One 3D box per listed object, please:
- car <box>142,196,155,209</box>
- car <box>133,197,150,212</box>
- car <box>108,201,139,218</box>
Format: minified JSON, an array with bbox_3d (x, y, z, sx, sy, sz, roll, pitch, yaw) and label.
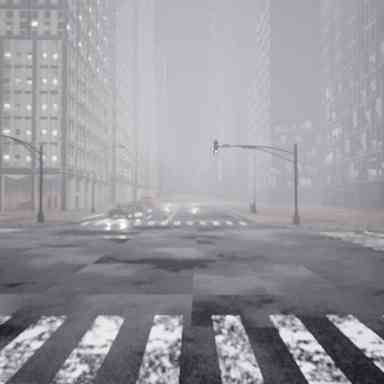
[{"bbox_3d":[-7.411,1.649,54.741,2.150,2.045,5.566,0,0,-1],"label":"car"},{"bbox_3d":[-7.245,1.839,44.105,2.128,1.511,4.902,0,0,-1],"label":"car"},{"bbox_3d":[-7.091,1.869,33.848,1.895,1.301,4.718,0,0,2],"label":"car"}]
